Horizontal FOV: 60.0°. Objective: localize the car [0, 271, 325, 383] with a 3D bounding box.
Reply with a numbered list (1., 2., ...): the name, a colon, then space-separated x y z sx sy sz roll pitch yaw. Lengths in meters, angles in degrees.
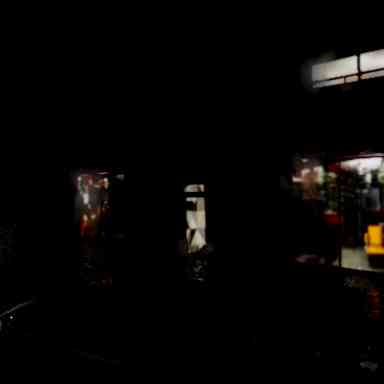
1. car: -0.858 1.549 3.503 4.313 1.339 1.947 0 -1 36
